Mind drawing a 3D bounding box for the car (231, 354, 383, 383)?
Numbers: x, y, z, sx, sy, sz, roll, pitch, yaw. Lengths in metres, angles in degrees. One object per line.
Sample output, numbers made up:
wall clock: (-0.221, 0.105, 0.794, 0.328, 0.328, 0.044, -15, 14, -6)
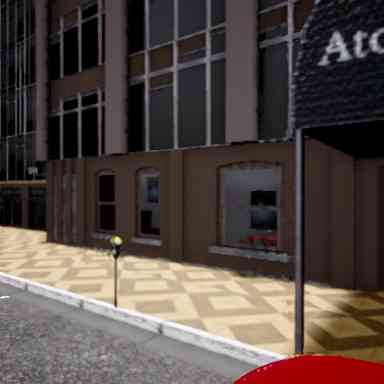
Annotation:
car: (2.053, 1.546, 1.255, 4.507, 1.381, 1.887, 0, 0, 35)
